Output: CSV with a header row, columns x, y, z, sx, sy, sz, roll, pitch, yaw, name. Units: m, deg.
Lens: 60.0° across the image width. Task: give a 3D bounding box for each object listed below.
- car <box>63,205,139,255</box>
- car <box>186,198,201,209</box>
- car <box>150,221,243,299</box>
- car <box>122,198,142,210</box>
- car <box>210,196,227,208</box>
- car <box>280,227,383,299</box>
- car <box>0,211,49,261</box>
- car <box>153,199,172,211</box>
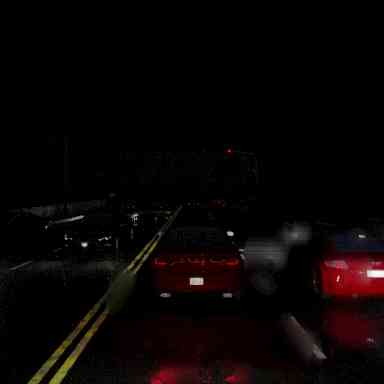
x,y,z,sx,sy,sz,roll,pitch,yaw,name
-3.572,1.505,13.483,1.837,1.490,4.892,0,0,0,car
0.197,1.547,44.807,2.033,1.411,5.357,0,0,0,car
0.100,1.478,8.540,1.882,1.535,5.008,0,0,0,car
-7.005,1.504,39.028,1.837,1.490,4.892,0,0,0,car
3.709,1.352,47.020,2.097,1.767,4.553,0,0,0,car
3.639,1.564,8.491,1.994,1.385,4.181,0,0,1,car
-7.074,1.491,12.364,2.128,1.511,4.902,0,0,0,car
-3.500,1.564,40.001,1.994,1.385,4.181,0,0,0,car
